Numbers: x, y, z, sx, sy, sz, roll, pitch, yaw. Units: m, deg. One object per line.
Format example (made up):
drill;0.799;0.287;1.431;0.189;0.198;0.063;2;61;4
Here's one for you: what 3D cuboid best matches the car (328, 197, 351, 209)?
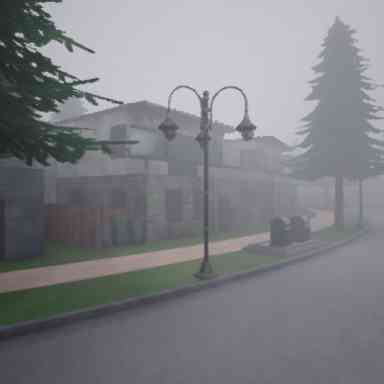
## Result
car;21.989;1.545;50.044;2.097;1.767;4.553;0;0;0
